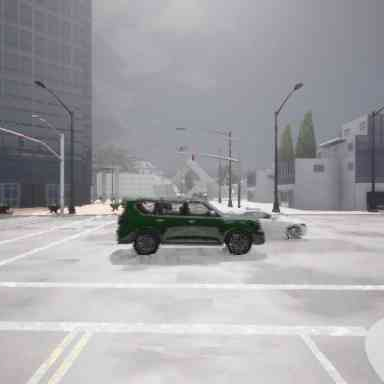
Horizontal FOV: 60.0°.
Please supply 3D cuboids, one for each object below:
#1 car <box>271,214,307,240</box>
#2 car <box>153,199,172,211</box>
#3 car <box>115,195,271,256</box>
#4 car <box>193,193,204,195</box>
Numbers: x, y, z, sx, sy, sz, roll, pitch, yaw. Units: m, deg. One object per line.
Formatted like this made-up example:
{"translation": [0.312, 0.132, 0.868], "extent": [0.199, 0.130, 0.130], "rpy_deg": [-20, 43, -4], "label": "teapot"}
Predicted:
{"translation": [3.163, 1.529, 16.242], "extent": [4.674, 1.442, 1.812], "rpy_deg": [0, 0, 0], "label": "car"}
{"translation": [-3.615, 1.601, 41.563], "extent": [1.895, 1.301, 4.718], "rpy_deg": [0, 0, 0], "label": "car"}
{"translation": [-0.098, 1.231, 12.724], "extent": [5.566, 2.045, 2.150], "rpy_deg": [0, 0, 0], "label": "car"}
{"translation": [1.517, 1.221, 69.570], "extent": [2.150, 2.045, 5.566], "rpy_deg": [0, 0, 15], "label": "car"}
